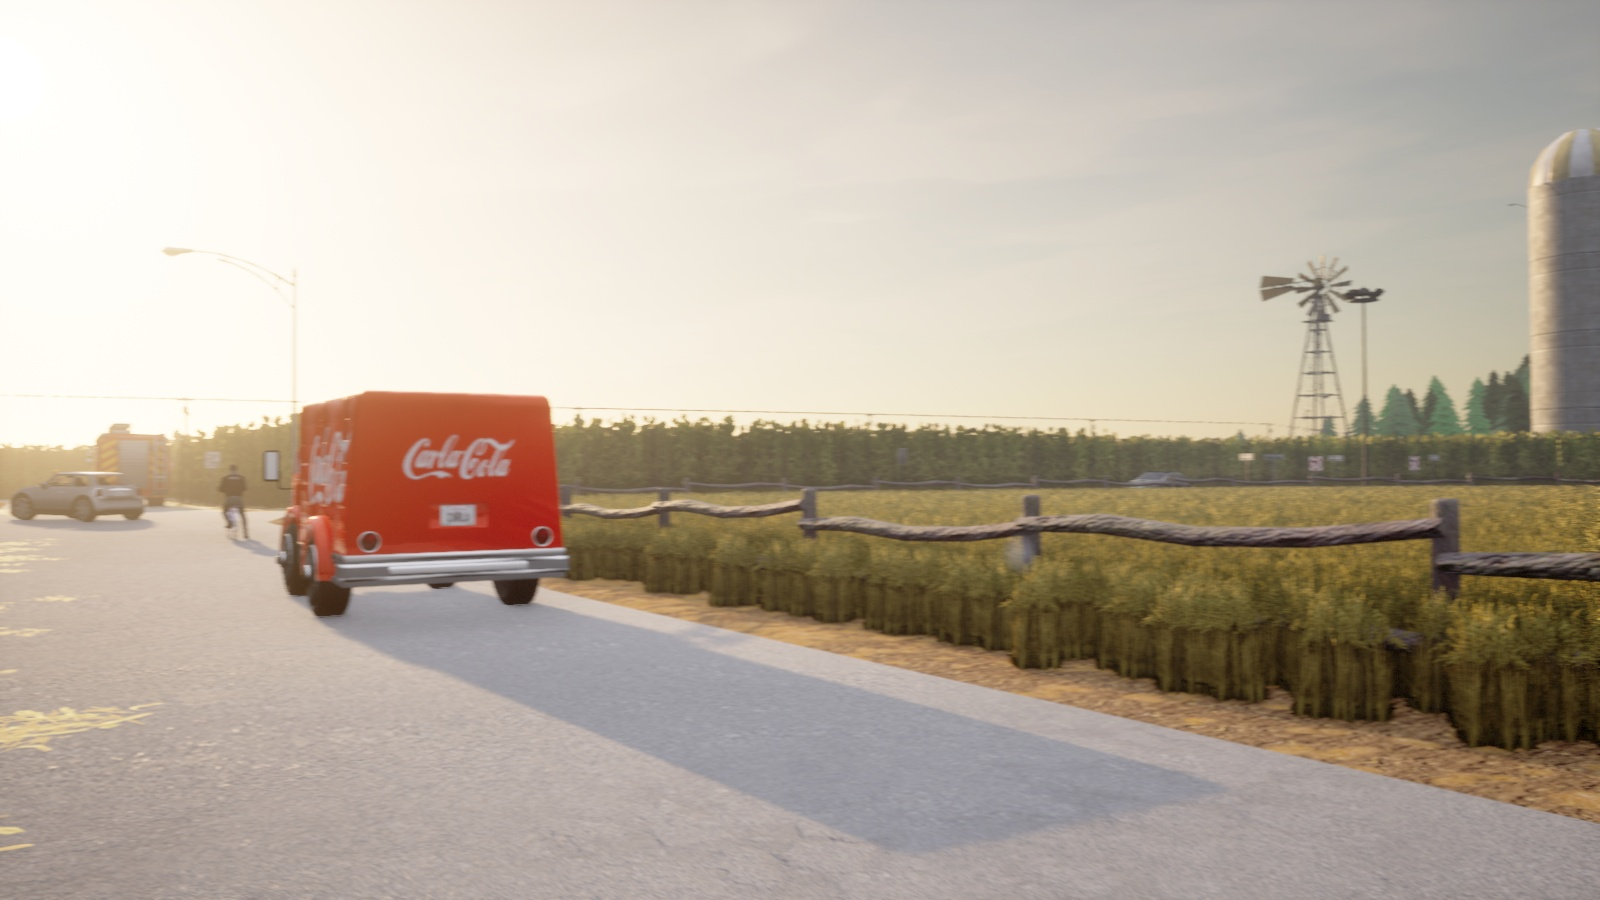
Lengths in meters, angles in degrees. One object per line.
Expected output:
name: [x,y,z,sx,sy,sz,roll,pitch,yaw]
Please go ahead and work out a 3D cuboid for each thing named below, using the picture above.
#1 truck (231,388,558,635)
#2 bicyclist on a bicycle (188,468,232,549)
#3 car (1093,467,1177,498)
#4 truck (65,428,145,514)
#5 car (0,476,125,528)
truck: [-5.195,0.665,15.475,2.627,2.467,5.204,0,-1,-32]
bicyclist on a bicycle: [-13.369,1.290,28.439,0.659,1.776,1.843,0,-1,-32]
car: [17.618,1.693,65.903,2.128,1.511,4.902,-2,-1,44]
truck: [-33.405,1.055,60.201,2.891,3.827,8.468,0,-2,-32]
car: [-22.609,1.527,37.830,3.806,1.475,1.970,0,-1,20]
